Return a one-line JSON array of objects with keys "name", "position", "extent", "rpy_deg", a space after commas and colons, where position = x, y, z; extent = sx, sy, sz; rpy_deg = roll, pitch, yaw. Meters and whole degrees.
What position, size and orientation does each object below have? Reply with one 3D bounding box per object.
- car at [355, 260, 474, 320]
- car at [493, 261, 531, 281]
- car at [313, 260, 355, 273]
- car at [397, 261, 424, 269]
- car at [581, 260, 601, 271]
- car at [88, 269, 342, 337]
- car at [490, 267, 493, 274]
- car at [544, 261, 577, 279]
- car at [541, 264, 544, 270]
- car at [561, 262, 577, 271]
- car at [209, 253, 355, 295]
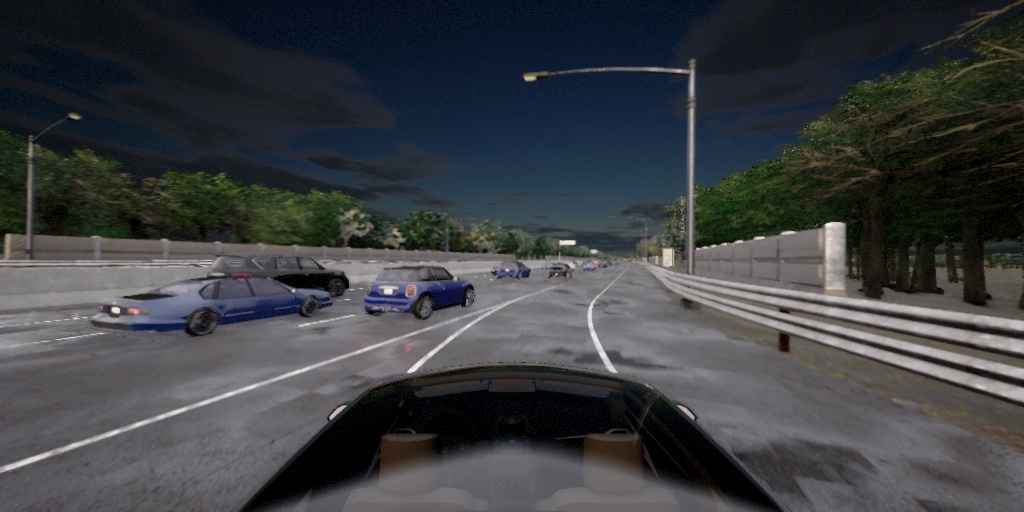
[{"name": "car", "position": [-3.096, 1.120, 12.978], "extent": [2.097, 1.767, 4.553], "rpy_deg": [1, 0, 19]}, {"name": "car", "position": [0.302, 1.279, 33.382], "extent": [2.097, 1.767, 4.553], "rpy_deg": [1, 0, 19]}, {"name": "car", "position": [-21.883, 1.257, 44.374], "extent": [1.812, 1.442, 4.674], "rpy_deg": [1, 0, 20]}, {"name": "car", "position": [-16.666, 1.480, 59.354], "extent": [1.895, 1.301, 4.718], "rpy_deg": [1, 0, 20]}, {"name": "car", "position": [13.038, 1.779, 59.563], "extent": [2.033, 1.411, 5.357], "rpy_deg": [1, 0, 19]}, {"name": "car", "position": [-7.787, 1.245, 10.151], "extent": [2.033, 1.411, 5.357], "rpy_deg": [1, 0, 19]}, {"name": "car", "position": [-0.762, 1.507, 40.987], "extent": [2.033, 1.411, 5.357], "rpy_deg": [1, 0, 19]}, {"name": "car", "position": [5.014, 1.505, 36.288], "extent": [1.837, 1.490, 4.892], "rpy_deg": [1, 0, 19]}, {"name": "car", "position": [6.432, 1.715, 61.880], "extent": [2.033, 1.411, 5.357], "rpy_deg": [1, 0, 19]}, {"name": "car", "position": [9.736, 1.726, 60.724], "extent": [1.812, 1.442, 4.674], "rpy_deg": [1, 0, 19]}, {"name": "car", "position": [-9.676, 0.926, 15.363], "extent": [2.150, 2.045, 5.566], "rpy_deg": [1, 0, 19]}]
